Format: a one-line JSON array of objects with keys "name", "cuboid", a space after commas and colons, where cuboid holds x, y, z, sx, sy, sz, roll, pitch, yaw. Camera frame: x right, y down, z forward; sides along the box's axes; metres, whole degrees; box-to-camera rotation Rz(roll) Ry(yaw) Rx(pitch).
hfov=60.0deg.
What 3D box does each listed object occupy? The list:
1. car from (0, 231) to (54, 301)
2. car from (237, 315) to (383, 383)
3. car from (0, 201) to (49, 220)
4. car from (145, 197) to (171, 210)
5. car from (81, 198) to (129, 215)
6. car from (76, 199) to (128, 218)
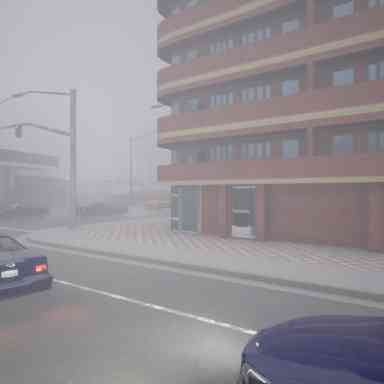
[{"name": "car", "cuboid": [-5.305, 1.545, 7.672, 5.357, 1.411, 2.033, 0, 0, 38]}, {"name": "car", "cuboid": [2.548, 1.536, 2.176, 4.674, 1.442, 1.812, 0, 0, 35]}, {"name": "car", "cuboid": [-14.393, 1.523, 27.967, 1.812, 1.442, 4.674, 0, 0, 34]}, {"name": "car", "cuboid": [-4.011, 1.389, 43.221, 2.097, 1.767, 4.553, 0, 0, 34]}, {"name": "car", "cuboid": [-9.202, 1.494, 35.609, 1.882, 1.535, 5.008, 0, 0, 34]}, {"name": "car", "cuboid": [-8.293, 1.561, 30.361, 2.033, 1.411, 5.357, 0, 0, 34]}]
